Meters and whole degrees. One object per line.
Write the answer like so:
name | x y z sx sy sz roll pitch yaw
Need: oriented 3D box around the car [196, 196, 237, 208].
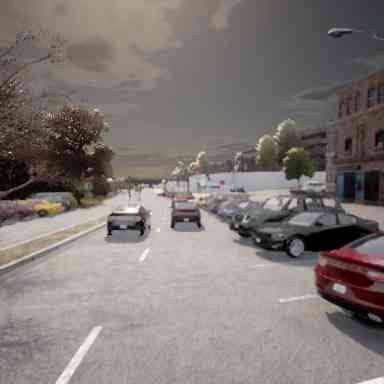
car | 3.096 1.260 42.479 4.792 1.488 2.163 0 0 -25

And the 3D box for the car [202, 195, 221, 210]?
car | 3.807 1.298 30.459 4.892 1.521 2.231 1 1 -24

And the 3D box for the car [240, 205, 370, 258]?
car | 4.600 1.406 12.349 5.008 1.535 2.097 1 1 -22

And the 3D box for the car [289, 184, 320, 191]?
car | 17.925 -0.122 54.423 2.002 1.452 4.674 -7 4 -30

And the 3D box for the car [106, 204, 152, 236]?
car | -3.286 1.391 17.909 2.128 1.511 4.902 0 0 -2

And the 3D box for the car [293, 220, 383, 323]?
car | 4.708 1.442 6.313 5.008 1.535 2.097 1 0 -21

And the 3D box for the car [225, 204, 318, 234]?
car | 4.397 1.409 18.394 4.674 1.452 2.002 1 0 -22

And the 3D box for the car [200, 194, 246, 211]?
car | 3.423 1.135 36.497 4.553 1.767 2.185 1 1 -24

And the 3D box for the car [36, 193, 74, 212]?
car | -14.726 1.202 33.613 4.553 1.767 2.185 -1 1 -24

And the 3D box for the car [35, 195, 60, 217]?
car | -14.199 1.353 27.770 5.366 1.575 1.946 -1 0 -23

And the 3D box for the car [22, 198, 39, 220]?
car | -14.194 1.416 24.735 4.674 1.452 2.002 -1 1 -23

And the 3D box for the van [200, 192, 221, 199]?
van | 3.503 1.052 33.422 4.442 1.987 1.878 1 1 -24

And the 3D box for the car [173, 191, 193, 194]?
car | -1.461 1.087 80.073 4.553 1.767 2.185 0 0 -29

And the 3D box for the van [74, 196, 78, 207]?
van | -14.876 1.085 36.603 4.442 1.987 1.878 -1 0 -24

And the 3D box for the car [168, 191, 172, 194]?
car | -2.439 0.918 86.007 5.566 2.045 2.435 0 1 -30

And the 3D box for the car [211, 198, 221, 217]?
car | 4.138 1.373 24.426 4.674 1.452 2.002 1 1 -23

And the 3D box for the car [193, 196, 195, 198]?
car | 2.992 1.238 39.420 5.366 1.575 1.946 0 1 -25

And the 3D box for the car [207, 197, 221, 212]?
car | 3.972 1.354 27.446 4.674 1.452 2.002 1 0 -23

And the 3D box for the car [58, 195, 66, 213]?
car | -14.722 1.344 30.573 5.366 1.575 1.946 -1 1 -24

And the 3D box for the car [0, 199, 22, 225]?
car | -14.040 1.431 21.778 4.674 1.452 2.002 -1 1 -23

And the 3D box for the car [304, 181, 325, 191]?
car | 20.879 -0.704 54.891 2.435 2.045 5.566 -7 4 -29

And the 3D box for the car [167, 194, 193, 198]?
car | -1.376 1.276 37.124 2.128 1.511 4.902 0 0 -4

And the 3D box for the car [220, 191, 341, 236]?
car | 4.485 1.136 15.354 5.566 2.045 2.435 1 1 -22

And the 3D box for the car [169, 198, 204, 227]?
car | -0.447 1.377 21.858 1.837 1.490 4.892 0 0 -3
